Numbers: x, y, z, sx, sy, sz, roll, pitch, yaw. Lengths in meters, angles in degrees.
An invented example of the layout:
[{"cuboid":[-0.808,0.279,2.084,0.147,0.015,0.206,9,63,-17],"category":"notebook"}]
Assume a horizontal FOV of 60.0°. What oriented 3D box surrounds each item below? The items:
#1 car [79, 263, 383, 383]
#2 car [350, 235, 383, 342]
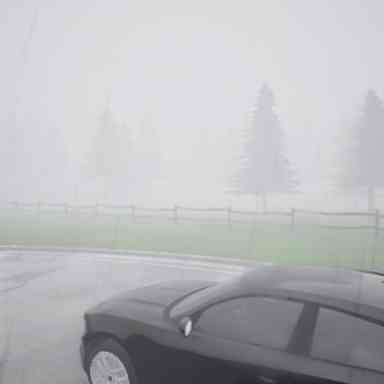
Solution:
[{"cuboid":[1.013,1.493,3.284,5.008,1.535,1.882,0,0,33],"category":"car"},{"cuboid":[4.818,1.592,4.985,4.181,1.385,1.994,0,0,34],"category":"car"}]
